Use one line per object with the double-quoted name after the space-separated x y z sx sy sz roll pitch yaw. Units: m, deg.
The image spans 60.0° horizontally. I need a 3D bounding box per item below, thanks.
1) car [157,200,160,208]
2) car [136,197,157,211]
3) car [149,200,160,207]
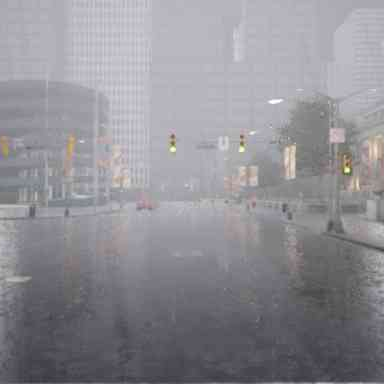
-7.083 2.219 60.764 2.128 1.511 4.902 0 -1 0 "car"
-7.081 1.833 51.063 2.150 2.045 5.566 0 -1 0 "car"
-7.920 2.399 70.712 1.994 1.385 4.181 0 -1 -10 "car"
